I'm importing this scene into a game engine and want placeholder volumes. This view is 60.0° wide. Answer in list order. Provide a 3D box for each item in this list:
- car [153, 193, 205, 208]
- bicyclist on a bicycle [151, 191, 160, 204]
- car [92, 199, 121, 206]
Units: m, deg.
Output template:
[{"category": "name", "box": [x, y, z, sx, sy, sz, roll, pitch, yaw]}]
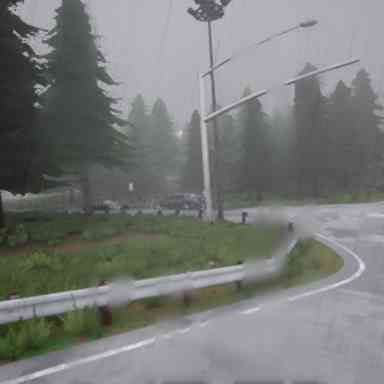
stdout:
[{"category": "car", "box": [-1.190, 0.856, 28.183, 4.892, 1.490, 1.837, -2, 3, 32]}, {"category": "bicyclist on a bicycle", "box": [-3.617, 0.750, 33.704, 0.582, 1.620, 1.656, -2, -1, 31]}, {"category": "car", "box": [-7.060, 1.325, 27.480, 4.181, 1.385, 1.994, -2, 3, 31]}]
